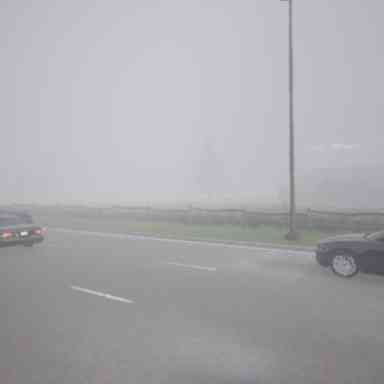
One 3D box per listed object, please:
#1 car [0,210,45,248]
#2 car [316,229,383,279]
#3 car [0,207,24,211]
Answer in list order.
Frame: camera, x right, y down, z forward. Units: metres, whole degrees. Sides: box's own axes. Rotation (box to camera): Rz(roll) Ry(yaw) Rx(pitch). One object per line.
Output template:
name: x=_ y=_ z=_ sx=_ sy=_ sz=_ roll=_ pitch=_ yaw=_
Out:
car: x=-8.591 y=1.691 z=14.421 sx=5.357 sy=1.411 sz=2.033 roll=-1 pitch=0 yaw=35
car: x=5.795 y=1.478 z=8.457 sx=5.008 sy=1.535 sz=1.882 roll=0 pitch=0 yaw=36
car: x=-12.099 y=1.714 z=21.223 sx=4.892 sy=1.490 sz=1.837 roll=0 pitch=0 yaw=36
